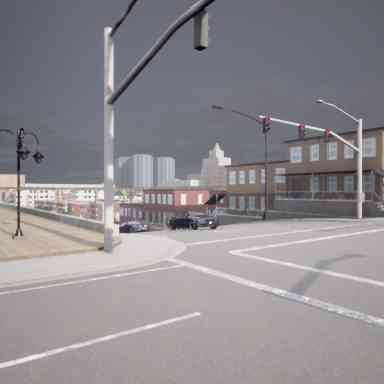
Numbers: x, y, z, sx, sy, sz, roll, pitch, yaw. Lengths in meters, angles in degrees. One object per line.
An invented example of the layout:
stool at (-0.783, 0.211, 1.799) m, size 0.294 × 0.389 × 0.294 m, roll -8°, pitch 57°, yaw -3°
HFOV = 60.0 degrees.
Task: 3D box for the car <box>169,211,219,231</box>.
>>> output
car at (0.061, 2.054, 24.187) m, size 1.994 × 1.385 × 4.181 m, roll 0°, pitch -4°, yaw -36°

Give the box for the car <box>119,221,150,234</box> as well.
car at (-5.809, 3.504, 32.151) m, size 1.812 × 1.442 × 4.674 m, roll 0°, pitch -12°, yaw -37°
